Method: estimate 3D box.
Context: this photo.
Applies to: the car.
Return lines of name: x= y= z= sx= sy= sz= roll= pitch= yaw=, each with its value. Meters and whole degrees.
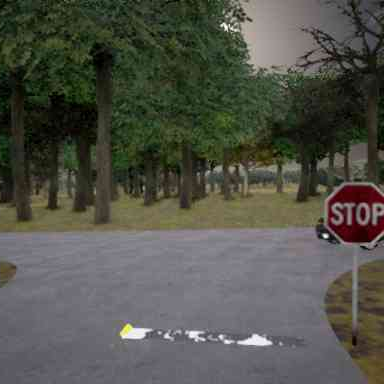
car: x=7.108 y=1.226 z=12.640 sx=4.892 sy=1.490 sz=1.837 roll=-2 pitch=-2 yaw=-17
